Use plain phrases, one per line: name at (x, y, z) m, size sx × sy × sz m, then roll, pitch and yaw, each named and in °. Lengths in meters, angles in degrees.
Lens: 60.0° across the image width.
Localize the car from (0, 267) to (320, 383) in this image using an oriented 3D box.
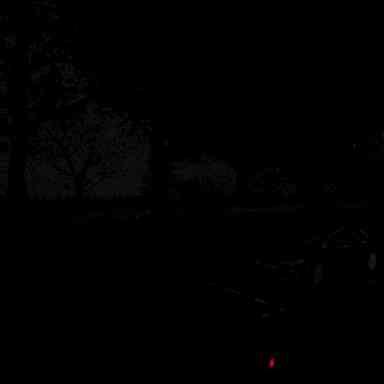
car at (-1.673, 1.548, 2.184) m, size 5.357 × 1.411 × 2.033 m, roll 0°, pitch 0°, yaw -35°

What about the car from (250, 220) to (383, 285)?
car at (3.518, 1.555, 9.161) m, size 4.403 × 1.369 × 2.008 m, roll 0°, pitch 0°, yaw -36°
